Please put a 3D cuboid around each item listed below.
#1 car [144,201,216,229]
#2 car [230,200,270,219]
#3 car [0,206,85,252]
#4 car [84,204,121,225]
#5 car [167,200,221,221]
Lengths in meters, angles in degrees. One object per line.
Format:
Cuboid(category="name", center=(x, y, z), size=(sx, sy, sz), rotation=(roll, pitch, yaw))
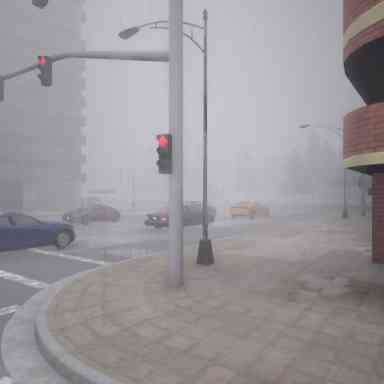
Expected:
Cuboid(category="car", center=(-0.640, 1.547, 20.949), size=(2.033, 1.411, 5.357), rotation=(0, 0, 36))
Cuboid(category="car", center=(5.130, 1.478, 28.961), size=(1.882, 1.535, 5.008), rotation=(0, 0, 36))
Cuboid(category="car", center=(-6.788, 1.478, 12.411), size=(1.882, 1.535, 5.008), rotation=(0, 0, 36))
Cuboid(category="car", center=(-7.213, 1.564, 24.111), size=(1.994, 1.385, 4.181), rotation=(0, 0, 36))
Cuboid(category="car", center=(0.253, 1.491, 28.178), size=(2.128, 1.511, 4.902), rotation=(0, 0, 36))
